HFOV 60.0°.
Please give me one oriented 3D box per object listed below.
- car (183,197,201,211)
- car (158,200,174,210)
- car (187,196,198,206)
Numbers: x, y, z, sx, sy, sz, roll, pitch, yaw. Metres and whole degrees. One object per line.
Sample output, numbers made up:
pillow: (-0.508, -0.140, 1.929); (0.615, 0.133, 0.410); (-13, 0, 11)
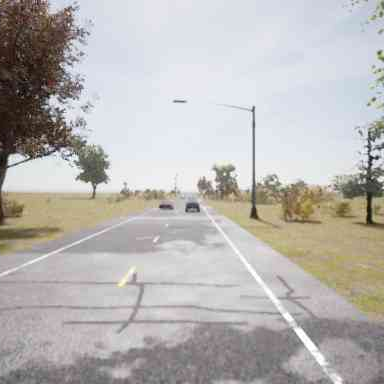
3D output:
car: (0.077, 1.700, 43.634); (1.837, 1.490, 4.892); (0, 0, 0)
car: (-3.604, 1.809, 46.653); (1.895, 1.301, 4.718); (0, 0, 0)
car: (0.067, 1.625, 61.875); (2.097, 1.767, 4.553); (0, 0, 0)
